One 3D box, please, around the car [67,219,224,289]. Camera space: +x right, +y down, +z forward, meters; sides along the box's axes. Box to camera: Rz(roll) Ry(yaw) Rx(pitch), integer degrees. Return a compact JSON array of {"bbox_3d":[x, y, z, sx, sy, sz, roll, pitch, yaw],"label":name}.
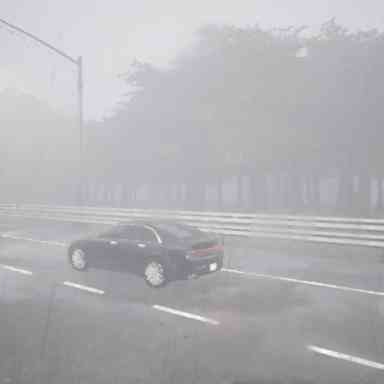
[{"bbox_3d":[-1.473,1.514,9.223,4.892,1.490,1.837,0,0,36],"label":"car"}]
